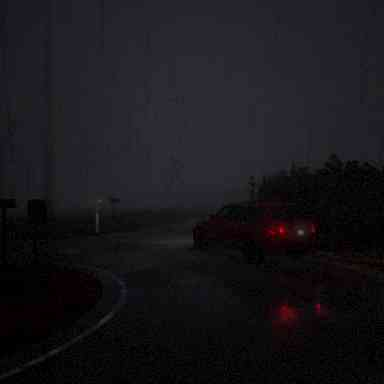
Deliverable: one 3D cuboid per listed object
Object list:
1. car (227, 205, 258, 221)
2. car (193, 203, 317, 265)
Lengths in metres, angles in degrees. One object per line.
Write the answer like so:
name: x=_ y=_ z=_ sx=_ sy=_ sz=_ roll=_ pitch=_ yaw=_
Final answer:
car: x=5.289 y=2.084 z=34.457 sx=2.033 sy=1.411 sz=5.357 roll=-1 pitch=-1 yaw=21
car: x=2.140 y=1.439 z=12.910 sx=2.150 sy=2.045 sz=5.566 roll=0 pitch=-2 yaw=-29
